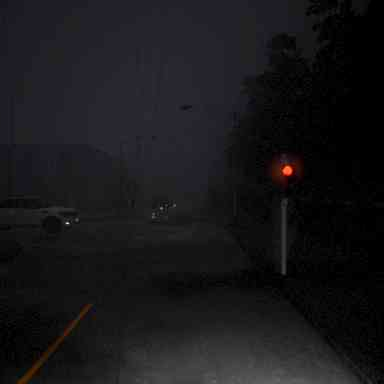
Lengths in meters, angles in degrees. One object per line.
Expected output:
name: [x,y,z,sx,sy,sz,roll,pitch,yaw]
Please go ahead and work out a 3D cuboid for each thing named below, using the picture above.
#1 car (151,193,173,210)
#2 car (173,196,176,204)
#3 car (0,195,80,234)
car: [-4.076,1.221,43.916,2.150,2.045,5.566,0,0,0]
car: [-4.062,1.505,53.834,1.837,1.490,4.892,0,0,0]
car: [-9.224,1.222,18.479,5.566,2.045,2.150,0,0,-4]
